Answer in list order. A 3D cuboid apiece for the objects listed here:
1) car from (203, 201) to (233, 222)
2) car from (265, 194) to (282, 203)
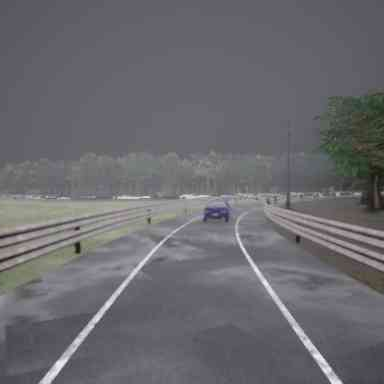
[{"bbox_3d":[2.088,1.400,25.868,1.882,1.535,5.008,0,1,10],"label":"car"},{"bbox_3d":[14.447,1.141,58.898,2.128,1.511,4.902,1,1,32],"label":"car"}]
